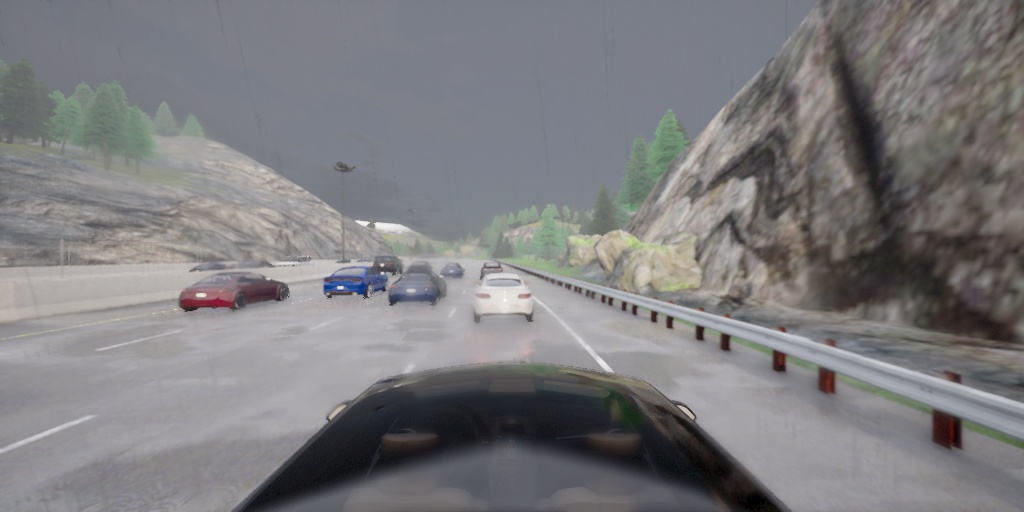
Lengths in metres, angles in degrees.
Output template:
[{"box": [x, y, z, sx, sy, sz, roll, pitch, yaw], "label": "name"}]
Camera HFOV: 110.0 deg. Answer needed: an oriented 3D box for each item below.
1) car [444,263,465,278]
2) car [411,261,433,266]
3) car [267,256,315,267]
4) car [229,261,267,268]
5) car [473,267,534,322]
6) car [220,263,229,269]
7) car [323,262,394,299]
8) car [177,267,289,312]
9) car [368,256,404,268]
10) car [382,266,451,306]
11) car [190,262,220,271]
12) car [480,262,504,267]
[{"box": [-5.467, 1.326, 33.383, 1.994, 1.385, 4.181, 0, 0, -5], "label": "car"}, {"box": [-9.264, 1.247, 36.764, 1.882, 1.535, 5.008, 0, 0, -5], "label": "car"}, {"box": [-23.709, 1.021, 39.166, 2.150, 2.045, 5.566, 0, 0, -5], "label": "car"}, {"box": [-27.129, 1.311, 38.125, 1.837, 1.490, 4.892, 0, 0, -5], "label": "car"}, {"box": [-0.329, 1.277, 12.245, 1.812, 1.442, 4.674, 0, 0, -3], "label": "car"}, {"box": [-30.911, 1.379, 41.410, 1.994, 1.385, 4.181, 0, 0, -5], "label": "car"}, {"box": [-7.741, 1.244, 18.257, 1.882, 1.535, 5.008, 0, 0, -4], "label": "car"}, {"box": [-10.986, 1.337, 14.526, 1.994, 1.385, 4.181, 0, 0, -4], "label": "car"}, {"box": [-12.837, 0.999, 37.483, 2.150, 2.045, 5.566, 0, 0, -5], "label": "car"}, {"box": [-4.077, 1.323, 16.014, 1.994, 1.385, 4.181, 0, 0, -4], "label": "car"}, {"box": [-34.392, 1.386, 41.049, 1.994, 1.385, 4.181, 0, 0, -5], "label": "car"}, {"box": [-1.672, 1.245, 30.015, 2.128, 1.511, 4.902, 0, 0, -5], "label": "car"}]
